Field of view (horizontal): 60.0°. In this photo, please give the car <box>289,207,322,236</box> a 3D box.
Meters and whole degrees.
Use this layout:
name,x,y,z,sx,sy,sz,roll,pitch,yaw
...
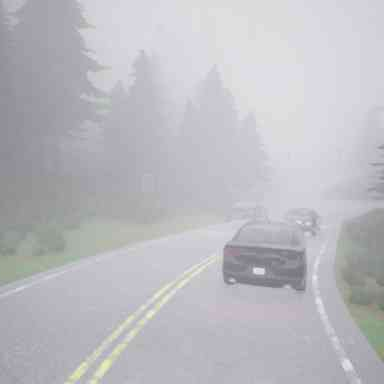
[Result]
name,x,y,z,sx,sy,sz,roll,pitch,yaw
car,6.406,1.609,19.353,2.033,1.411,5.357,2,1,25

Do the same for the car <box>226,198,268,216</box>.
name,x,y,z,sx,sy,sz,roll,pitch,yaw
car,3.591,1.128,21.120,1.812,1.442,4.674,2,1,25

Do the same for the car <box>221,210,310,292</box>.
name,x,y,z,sx,sy,sz,roll,pitch,yaw
car,2.200,1.504,9.260,1.882,1.535,5.008,2,0,19
